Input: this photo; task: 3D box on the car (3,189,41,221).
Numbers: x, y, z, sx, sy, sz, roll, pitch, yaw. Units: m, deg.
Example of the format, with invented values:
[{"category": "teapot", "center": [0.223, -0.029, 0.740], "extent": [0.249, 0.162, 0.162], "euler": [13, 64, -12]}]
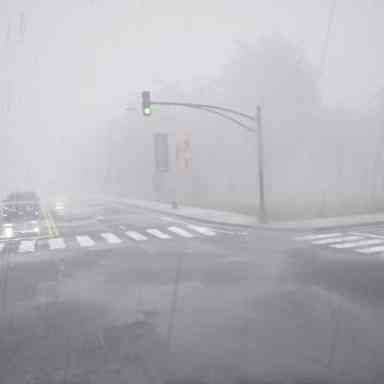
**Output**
[{"category": "car", "center": [-12.496, 0.952, 24.562], "extent": [2.150, 2.045, 5.566], "euler": [-3, 4, -25]}]

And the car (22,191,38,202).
[{"category": "car", "center": [-25.333, 0.661, 52.092], "extent": [1.994, 1.385, 4.181], "euler": [-3, 3, -25]}]

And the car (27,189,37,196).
[{"category": "car", "center": [-35.644, 0.113, 74.174], "extent": [1.837, 1.490, 4.892], "euler": [-3, 2, -25]}]
